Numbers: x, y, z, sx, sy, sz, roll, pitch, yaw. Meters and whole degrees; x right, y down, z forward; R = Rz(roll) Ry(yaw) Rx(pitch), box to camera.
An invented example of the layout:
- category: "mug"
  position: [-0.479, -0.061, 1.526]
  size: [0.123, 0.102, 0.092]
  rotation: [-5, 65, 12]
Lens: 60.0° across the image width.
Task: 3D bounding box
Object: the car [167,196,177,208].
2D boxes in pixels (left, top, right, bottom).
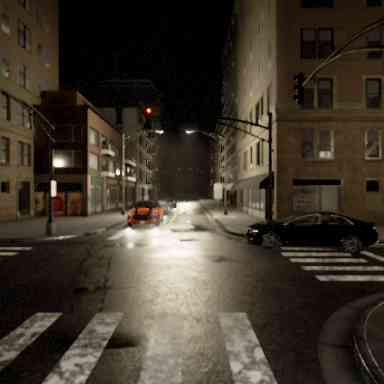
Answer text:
- category: "car"
  position: [-3.248, 1.367, 47.066]
  size: [2.097, 1.767, 4.553]
  rotation: [0, 0, -1]

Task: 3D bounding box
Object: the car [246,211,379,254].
- category: "car"
  position: [4.639, 1.517, 13.222]
  size: [4.902, 1.511, 2.128]
  rotation: [0, 0, 11]

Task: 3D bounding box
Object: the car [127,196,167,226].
- category: "car"
  position: [-3.175, 1.365, 23.409]
  size: [2.097, 1.767, 4.553]
  rotation: [0, 0, 0]

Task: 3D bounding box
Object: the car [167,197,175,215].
- category: "car"
  position: [-3.212, 1.562, 34.004]
  size: [2.033, 1.411, 5.357]
  rotation: [0, 0, 0]
